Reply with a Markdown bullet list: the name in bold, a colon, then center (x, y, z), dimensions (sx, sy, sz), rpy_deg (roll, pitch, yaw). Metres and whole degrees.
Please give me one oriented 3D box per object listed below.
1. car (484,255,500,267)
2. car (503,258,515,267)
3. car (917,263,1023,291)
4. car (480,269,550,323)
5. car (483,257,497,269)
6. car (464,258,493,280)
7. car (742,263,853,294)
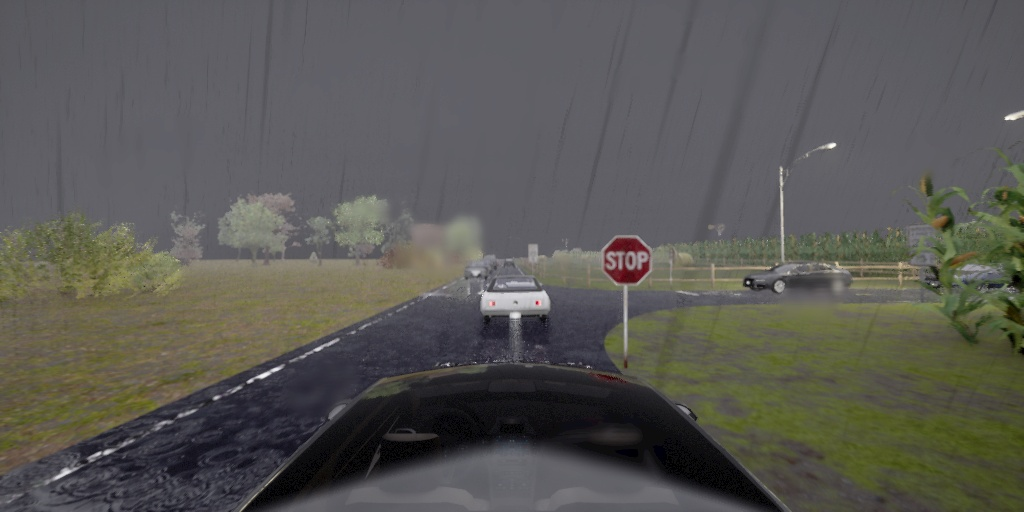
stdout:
- **car**: center (-3.186, 0.900, 50.918), dimensions (2.150, 2.045, 5.566), rpy_deg (0, 0, -1)
- **car**: center (-0.491, 1.148, 62.433), dimensions (1.882, 1.535, 5.008), rpy_deg (0, 0, -1)
- **car**: center (24.222, 1.038, 18.378), dimensions (5.357, 1.411, 2.033), rpy_deg (-1, -1, -1)
- **car**: center (0.086, 1.288, 11.873), dimensions (1.895, 1.301, 4.718), rpy_deg (-1, 0, 0)
- **car**: center (-3.088, 1.178, 40.641), dimensions (2.128, 1.511, 4.902), rpy_deg (0, 0, -1)
- **car**: center (-2.945, 1.189, 30.704), dimensions (2.128, 1.511, 4.902), rpy_deg (0, 0, -2)
- **car**: center (14.392, 1.091, 18.229), dimensions (4.892, 1.490, 1.837), rpy_deg (-1, -1, -1)
